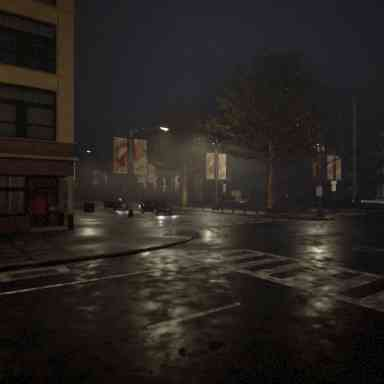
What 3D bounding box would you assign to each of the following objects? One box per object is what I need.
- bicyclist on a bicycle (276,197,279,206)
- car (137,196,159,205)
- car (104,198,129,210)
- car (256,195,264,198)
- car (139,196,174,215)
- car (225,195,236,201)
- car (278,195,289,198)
[{"bbox_3d":[12.657,1.300,50.568,1.656,1.620,0.582,0,0,-36],"label":"bicyclist on a bicycle"},{"bbox_3d":[-8.022,1.505,59.875,1.837,1.490,4.892,0,0,-36],"label":"car"},{"bbox_3d":[-9.662,1.492,42.307,2.128,1.511,4.902,0,0,-36],"label":"car"},{"bbox_3d":[17.668,1.463,83.113,1.895,1.301,4.718,0,0,-36],"label":"car"},{"bbox_3d":[-3.689,1.505,33.934,1.837,1.490,4.892,0,0,-36],"label":"car"},{"bbox_3d":[8.006,1.413,76.680,2.161,1.482,4.786,0,0,-36],"label":"car"},{"bbox_3d":[18.470,1.320,69.180,2.002,1.452,4.674,0,0,-36],"label":"car"}]
